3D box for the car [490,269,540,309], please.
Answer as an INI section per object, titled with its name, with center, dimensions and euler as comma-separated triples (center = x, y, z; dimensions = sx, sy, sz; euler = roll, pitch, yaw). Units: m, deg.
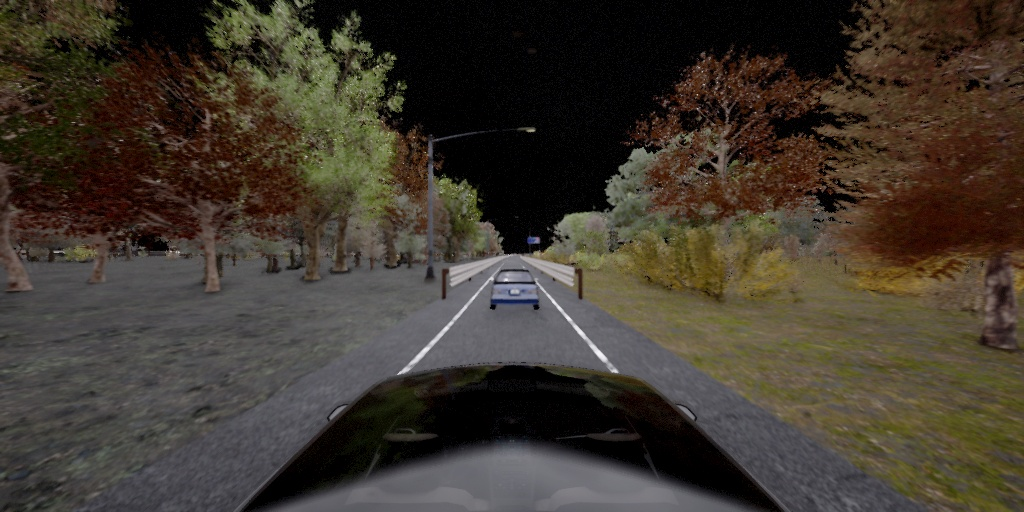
[car]
center = 0.097, 1.219, 14.473
dimensions = 2.033, 1.411, 5.357
euler = 0, 0, 0
